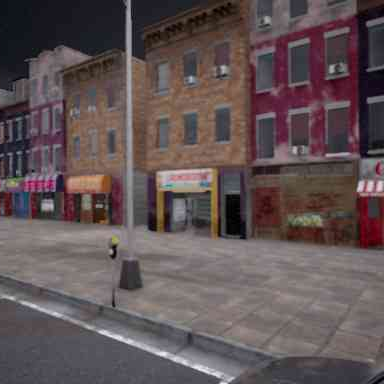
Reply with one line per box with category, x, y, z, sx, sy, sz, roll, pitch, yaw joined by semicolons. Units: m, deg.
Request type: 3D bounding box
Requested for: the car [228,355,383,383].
car;1.987;1.551;1.401;4.403;1.369;2.008;0;-1;36
